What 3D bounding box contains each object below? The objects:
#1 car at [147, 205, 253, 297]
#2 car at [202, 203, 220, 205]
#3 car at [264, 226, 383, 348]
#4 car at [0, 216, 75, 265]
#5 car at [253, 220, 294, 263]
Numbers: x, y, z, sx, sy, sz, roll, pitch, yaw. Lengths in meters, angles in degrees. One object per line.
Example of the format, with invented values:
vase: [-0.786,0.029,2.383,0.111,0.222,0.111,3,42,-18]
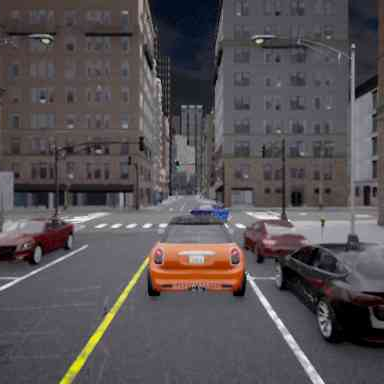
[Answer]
car: [0.103,1.389,8.844,2.097,1.767,4.553,0,0,0]
car: [1.478,1.580,24.453,1.882,1.535,5.008,-1,0,21]
car: [2.871,1.593,6.318,1.947,1.339,4.313,-1,0,0]
car: [-5.670,1.595,11.907,1.887,1.381,4.507,-1,0,0]
car: [2.876,1.632,11.904,1.802,1.307,4.206,-1,0,0]
